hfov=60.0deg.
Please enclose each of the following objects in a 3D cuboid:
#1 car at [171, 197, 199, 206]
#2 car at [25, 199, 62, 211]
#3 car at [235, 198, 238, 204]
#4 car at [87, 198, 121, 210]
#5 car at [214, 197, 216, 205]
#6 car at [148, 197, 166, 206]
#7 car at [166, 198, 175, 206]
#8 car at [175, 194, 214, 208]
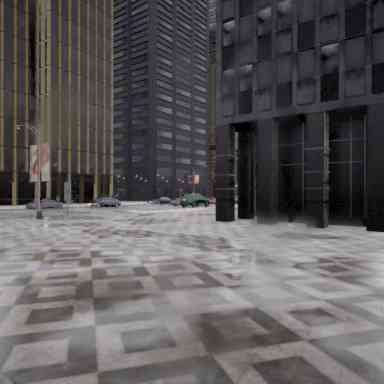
[{"bbox_3d":[-1.116,1.654,58.584,2.033,1.411,5.357,0,0,37],"label":"car"},{"bbox_3d":[-18.282,1.577,41.193,1.994,1.385,4.181,0,0,37],"label":"car"},{"bbox_3d":[6.836,1.578,58.369,1.837,1.490,4.892,0,0,37],"label":"car"},{"bbox_3d":[-11.714,1.520,44.549,2.128,1.511,4.902,0,0,37],"label":"car"},{"bbox_3d":[4.480,1.632,60.648,1.994,1.385,4.181,0,0,37],"label":"car"},{"bbox_3d":[-5.639,1.569,58.015,1.812,1.442,4.674,0,0,37],"label":"car"},{"bbox_3d":[-1.160,1.602,53.003,2.033,1.411,5.357,0,0,37],"label":"car"},{"bbox_3d":[0.487,1.279,49.801,2.150,2.045,5.566,0,0,37],"label":"car"}]
